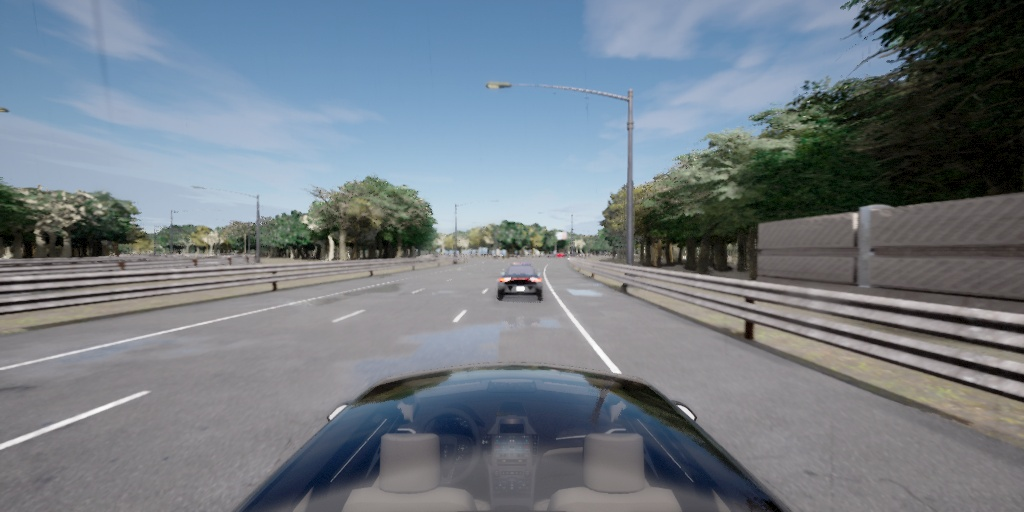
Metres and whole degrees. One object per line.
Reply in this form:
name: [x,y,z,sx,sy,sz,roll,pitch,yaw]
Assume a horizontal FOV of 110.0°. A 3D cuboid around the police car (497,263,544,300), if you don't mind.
police car: [0.419,1.103,16.665,2.038,1.542,4.974,0,1,2]
